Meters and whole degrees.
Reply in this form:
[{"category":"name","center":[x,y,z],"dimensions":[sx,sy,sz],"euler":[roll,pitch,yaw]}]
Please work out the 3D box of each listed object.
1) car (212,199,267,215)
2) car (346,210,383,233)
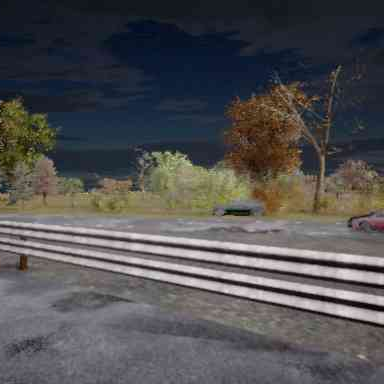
[{"category":"car","center":[3.821,1.267,27.403],"dimensions":[4.553,1.767,2.097],"euler":[0,0,14]},{"category":"car","center":[12.364,1.897,21.606],"dimensions":[4.181,1.385,1.994],"euler":[0,0,14]}]
